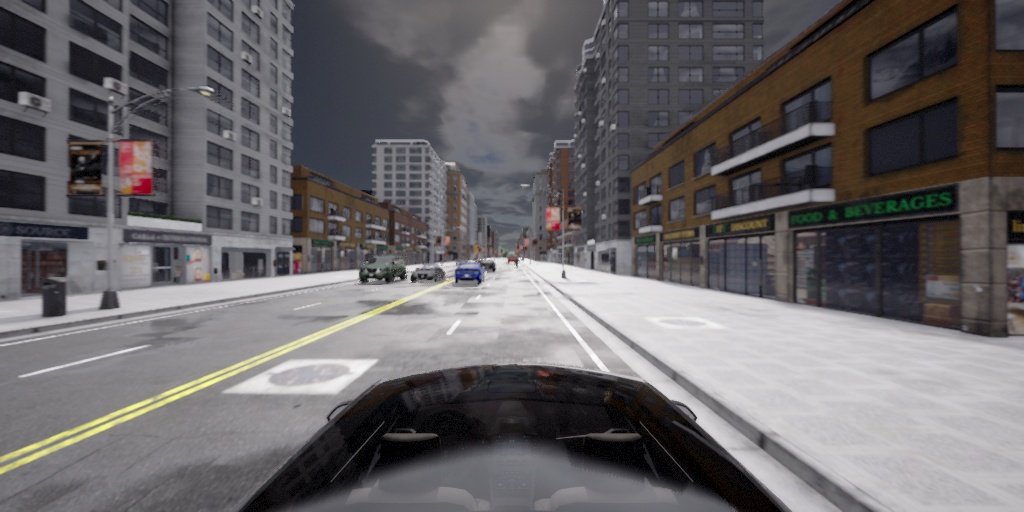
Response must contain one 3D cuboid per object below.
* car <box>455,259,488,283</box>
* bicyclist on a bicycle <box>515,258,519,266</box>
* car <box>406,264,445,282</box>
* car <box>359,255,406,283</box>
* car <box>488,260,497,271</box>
[{"bbox_3d":[-3.150,1.230,27.489,1.882,1.535,5.008,0,0,0],"label":"car"},{"bbox_3d":[0.894,1.127,61.664,0.659,1.776,1.843,0,0,0],"label":"bicyclist on a bicycle"},{"bbox_3d":[-6.597,1.316,28.415,1.994,1.385,4.181,0,0,0],"label":"car"},{"bbox_3d":[-9.849,0.974,27.868,2.150,2.045,5.566,0,0,0],"label":"car"},{"bbox_3d":[-3.151,1.232,48.151,1.882,1.535,5.008,0,0,0],"label":"car"}]
